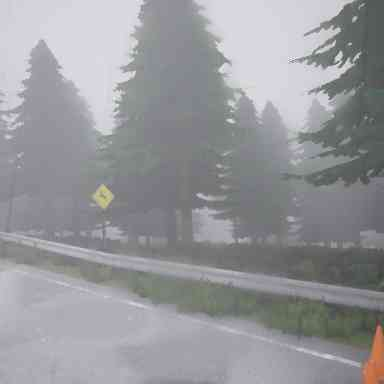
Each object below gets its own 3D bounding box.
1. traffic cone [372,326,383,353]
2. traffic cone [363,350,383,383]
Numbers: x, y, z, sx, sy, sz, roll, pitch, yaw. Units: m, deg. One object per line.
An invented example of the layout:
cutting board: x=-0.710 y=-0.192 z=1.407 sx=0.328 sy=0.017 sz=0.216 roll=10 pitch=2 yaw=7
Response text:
traffic cone: x=2.323 y=1.956 z=4.118 sx=0.340 sy=0.580 sz=0.340 roll=0 pitch=0 yaw=34
traffic cone: x=1.778 y=1.956 z=3.283 sx=0.340 sy=0.580 sz=0.340 roll=0 pitch=0 yaw=34
